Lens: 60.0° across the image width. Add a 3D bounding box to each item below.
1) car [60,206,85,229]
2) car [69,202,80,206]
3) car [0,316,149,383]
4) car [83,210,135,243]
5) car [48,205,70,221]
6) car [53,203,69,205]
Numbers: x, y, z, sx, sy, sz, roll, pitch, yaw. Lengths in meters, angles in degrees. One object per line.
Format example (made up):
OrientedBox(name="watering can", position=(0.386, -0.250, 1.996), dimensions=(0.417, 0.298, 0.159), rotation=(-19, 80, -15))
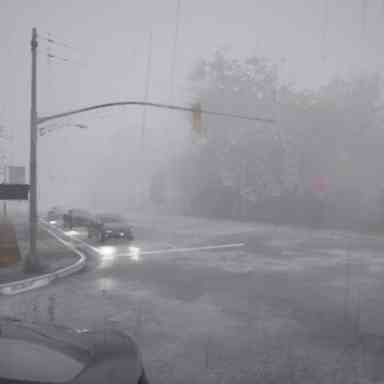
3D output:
OrientedBox(name="car", position=(-9.721, 2.252, 28.383), dimensions=(1.882, 1.535, 5.008), rotation=(1, -2, -29))
OrientedBox(name="car", position=(-31.473, 3.639, 89.380), dimensions=(2.150, 2.045, 5.566), rotation=(1, -2, -29))
OrientedBox(name="car", position=(-2.475, 1.593, 1.860), dimensions=(4.674, 1.442, 1.812), rotation=(0, -2, -26))
OrientedBox(name="car", position=(-4.858, 2.033, 19.626), dimensions=(1.837, 1.490, 4.892), rotation=(1, -2, -29))
OrientedBox(name="car", position=(-16.157, 2.627, 40.007), dimensions=(1.812, 1.442, 4.674), rotation=(1, -1, -29))
OrientedBox(name="car", position=(-34.703, 3.918, 87.983), dimensions=(2.128, 1.511, 4.902), rotation=(1, -2, -29))
